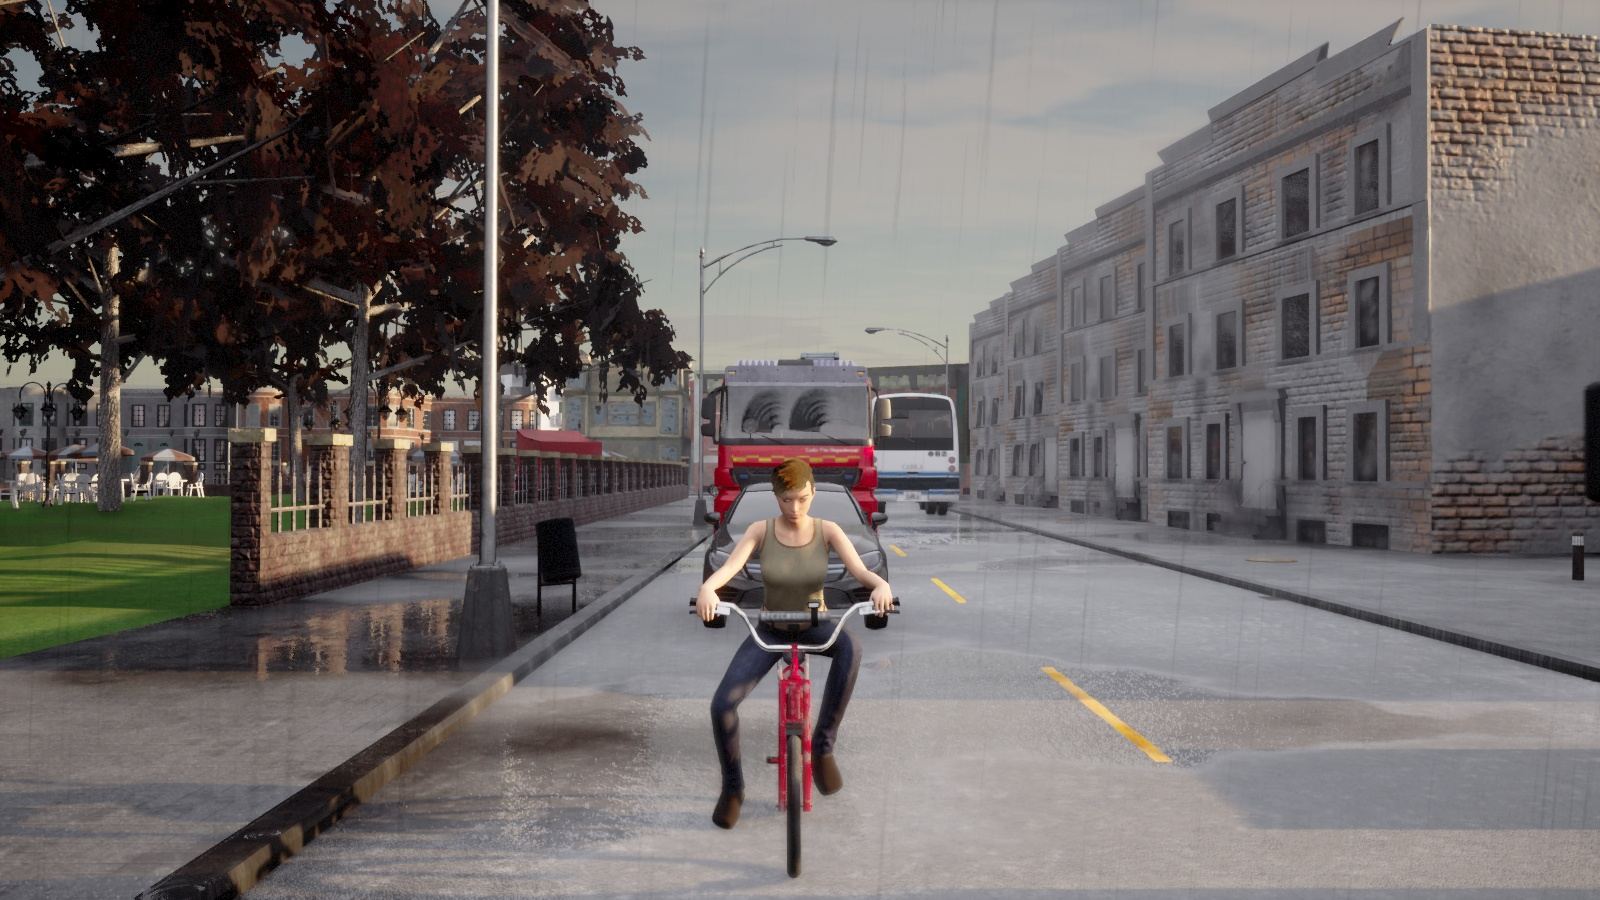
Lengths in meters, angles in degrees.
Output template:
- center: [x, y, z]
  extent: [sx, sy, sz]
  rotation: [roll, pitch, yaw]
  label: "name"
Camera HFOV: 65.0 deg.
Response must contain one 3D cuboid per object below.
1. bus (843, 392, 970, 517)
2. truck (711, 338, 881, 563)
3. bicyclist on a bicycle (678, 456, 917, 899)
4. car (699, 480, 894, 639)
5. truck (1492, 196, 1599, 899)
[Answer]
- center: [3.818, 0.229, 48.150]
  extent: [3.944, 4.253, 10.273]
  rotation: [0, -1, 0]
  label: "bus"
- center: [-0.086, 0.079, 25.617]
  extent: [2.891, 3.827, 8.468]
  rotation: [0, -1, 0]
  label: "truck"
- center: [-0.018, 0.841, 5.330]
  extent: [0.866, 1.612, 1.509]
  rotation: [0, -1, -1]
  label: "bicyclist on a bicycle"
- center: [-0.041, 1.076, 14.025]
  extent: [1.812, 1.442, 4.674]
  rotation: [0, -1, 0]
  label: "car"
- center: [3.991, 0.349, 2.217]
  extent: [2.627, 2.467, 5.204]
  rotation: [0, -1, 0]
  label: "truck"
